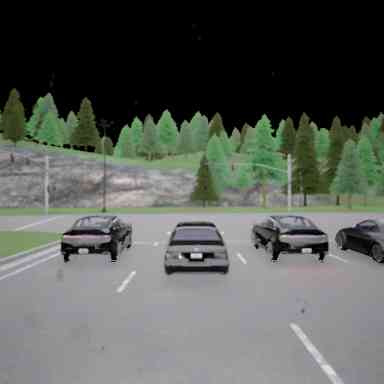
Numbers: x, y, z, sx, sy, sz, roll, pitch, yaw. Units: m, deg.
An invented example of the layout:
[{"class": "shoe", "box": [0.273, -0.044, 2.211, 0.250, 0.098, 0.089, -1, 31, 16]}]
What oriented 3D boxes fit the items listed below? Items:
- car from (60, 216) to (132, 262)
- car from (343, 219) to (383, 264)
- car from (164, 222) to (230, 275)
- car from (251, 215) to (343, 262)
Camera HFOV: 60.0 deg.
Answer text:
[{"class": "car", "box": [-3.469, 1.651, 12.812, 2.128, 1.511, 4.902, 0, -1, -2]}, {"class": "car", "box": [7.121, 1.721, 12.529, 1.994, 1.385, 4.181, 0, -1, 0]}, {"class": "car", "box": [0.116, 1.684, 10.880, 2.033, 1.411, 5.357, 0, -1, 0]}, {"class": "car", "box": [3.577, 1.653, 12.895, 2.128, 1.511, 4.902, 0, -1, -1]}]
